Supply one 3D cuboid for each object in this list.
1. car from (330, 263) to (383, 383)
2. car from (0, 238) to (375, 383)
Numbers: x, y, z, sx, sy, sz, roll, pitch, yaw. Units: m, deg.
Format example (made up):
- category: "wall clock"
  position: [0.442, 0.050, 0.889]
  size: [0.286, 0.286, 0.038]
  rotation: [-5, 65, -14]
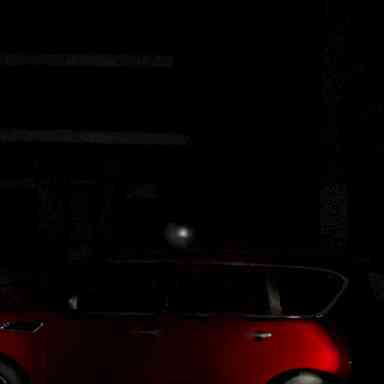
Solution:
- category: "car"
  position: [3.462, 1.566, 1.784]
  size: [4.553, 1.767, 2.097]
  rotation: [2, -3, 3]
- category: "car"
  position: [-0.275, 1.511, 3.962]
  size: [5.009, 1.841, 2.192]
  rotation: [2, -3, 3]
